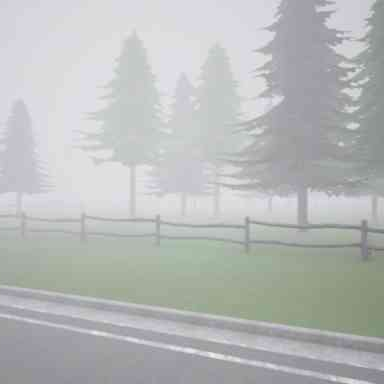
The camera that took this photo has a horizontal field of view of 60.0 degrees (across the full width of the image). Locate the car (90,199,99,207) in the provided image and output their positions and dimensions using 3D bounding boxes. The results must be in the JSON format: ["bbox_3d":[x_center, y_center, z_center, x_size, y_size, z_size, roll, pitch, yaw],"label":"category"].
[{"bbox_3d":[-21.287,2.401,75.809,2.097,1.767,4.553,0,-1,23],"label":"car"}]

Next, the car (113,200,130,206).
[{"bbox_3d":[-14.814,2.613,73.142,1.895,1.301,4.718,0,-1,23],"label":"car"}]

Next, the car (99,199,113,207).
[{"bbox_3d":[-18.050,2.556,74.475,1.812,1.442,4.674,0,-1,23],"label":"car"}]

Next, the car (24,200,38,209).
[{"bbox_3d":[-27.364,2.417,60.969,2.033,1.411,5.357,0,-1,21],"label":"car"}]

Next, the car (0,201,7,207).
[{"bbox_3d":[-40.217,2.558,69.246,1.895,1.301,4.718,0,-1,22],"label":"car"}]

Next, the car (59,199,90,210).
[{"bbox_3d":[-20.698,2.375,58.775,1.812,1.442,4.674,0,-1,22],"label":"car"}]

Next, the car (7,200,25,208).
[{"bbox_3d":[-33.740,2.414,66.595,1.882,1.535,5.008,0,-1,22],"label":"car"}]

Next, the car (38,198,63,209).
[{"bbox_3d":[-24.095,2.074,59.721,2.150,2.045,5.566,0,-1,21],"label":"car"}]
